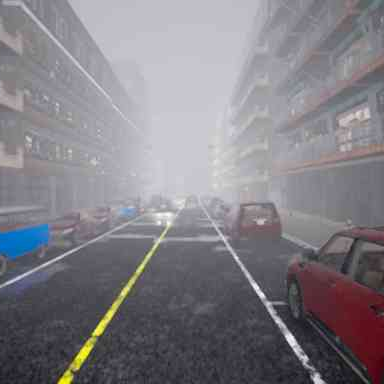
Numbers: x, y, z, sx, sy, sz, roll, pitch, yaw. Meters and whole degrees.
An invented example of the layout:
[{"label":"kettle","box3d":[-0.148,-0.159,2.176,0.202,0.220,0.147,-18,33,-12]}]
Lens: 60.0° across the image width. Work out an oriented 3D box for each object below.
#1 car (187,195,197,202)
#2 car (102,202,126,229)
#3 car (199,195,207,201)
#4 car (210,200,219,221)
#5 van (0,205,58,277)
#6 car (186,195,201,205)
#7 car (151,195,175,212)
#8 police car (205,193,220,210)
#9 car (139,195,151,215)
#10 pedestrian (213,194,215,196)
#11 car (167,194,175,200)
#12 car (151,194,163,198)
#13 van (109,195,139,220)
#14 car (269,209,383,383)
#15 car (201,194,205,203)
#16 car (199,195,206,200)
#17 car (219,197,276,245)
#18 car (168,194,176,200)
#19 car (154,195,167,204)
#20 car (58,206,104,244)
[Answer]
[{"label":"car","box3d":[0.011,1.361,69.432,1.895,1.301,4.718,0,0,0]},{"label":"car","box3d":[-5.667,1.544,21.066,1.802,1.307,4.206,-1,0,0]},{"label":"car","box3d":[2.693,1.439,83.337,1.947,1.339,4.313,-1,0,0]},{"label":"car","box3d":[2.684,1.536,26.699,1.802,1.307,4.206,-1,0,0]},{"label":"van","box3d":[-5.669,1.323,9.739,1.690,1.788,3.998,-1,0,0]},{"label":"car","box3d":[0.008,1.283,56.922,2.097,1.767,4.553,0,1,1]},{"label":"car","box3d":[-3.084,1.427,38.385,2.128,1.511,4.902,0,0,0]},{"label":"police car","box3d":[3.007,1.355,42.246,1.930,1.638,5.238,0,0,0]},{"label":"car","box3d":[-5.709,1.259,32.394,2.192,1.841,5.009,-1,0,0]},{"label":"pedestrian","box3d":[3.007,1.219,45.243,0.375,1.860,0.375,-1,1,-5]},{"label":"car","box3d":[-5.687,1.390,88.865,1.752,1.417,4.829,-1,0,0]},{"label":"car","box3d":[-5.695,1.225,55.051,2.192,1.841,5.009,-1,0,0]},{"label":"van","box3d":[-5.682,1.294,26.731,1.690,1.788,3.998,-1,0,0]},{"label":"car","box3d":[2.676,1.308,4.042,2.192,1.841,5.009,-1,0,0]},{"label":"car","box3d":[2.686,1.210,66.345,2.192,1.841,5.009,-1,0,0]},{"label":"car","box3d":[2.694,1.448,89.001,1.802,1.307,4.206,-1,0,0]},{"label":"car","box3d":[2.678,1.288,15.371,2.192,1.841,5.009,-1,0,0]},{"label":"car","box3d":[-5.686,1.383,94.529,1.752,1.417,4.829,-1,0,0]},{"label":"car","box3d":[-5.693,1.342,60.714,1.967,1.590,4.097,-1,0,0]},{"label":"car","box3d":[-5.665,1.554,15.403,1.802,1.307,4.206,-1,0,0]}]
